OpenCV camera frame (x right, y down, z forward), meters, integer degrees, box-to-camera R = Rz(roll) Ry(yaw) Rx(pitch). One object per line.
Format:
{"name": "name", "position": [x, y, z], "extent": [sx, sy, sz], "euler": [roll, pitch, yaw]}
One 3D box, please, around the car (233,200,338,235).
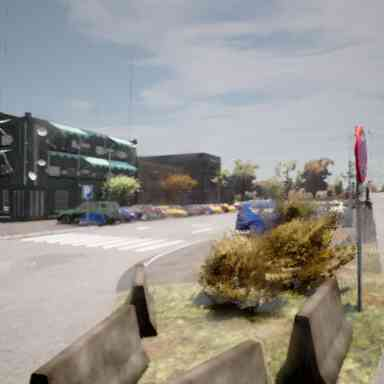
{"name": "car", "position": [5.476, 1.712, 20.239], "extent": [5.566, 2.045, 2.435], "euler": [1, -1, 8]}

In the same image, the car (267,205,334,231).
{"name": "car", "position": [8.220, 1.950, 25.592], "extent": [4.553, 1.767, 2.185], "euler": [1, -1, 8]}

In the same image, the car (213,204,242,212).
{"name": "car", "position": [6.218, 2.788, 58.196], "extent": [4.792, 1.488, 2.163], "euler": [-1, -2, 8]}

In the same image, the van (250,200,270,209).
{"name": "van", "position": [15.674, 2.918, 76.559], "extent": [4.442, 1.987, 1.878], "euler": [-1, -1, 8]}

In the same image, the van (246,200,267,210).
{"name": "van", "position": [14.301, 2.863, 73.938], "extent": [4.442, 1.987, 1.878], "euler": [-1, -1, 8]}

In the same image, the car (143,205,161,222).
{"name": "car", "position": [-6.163, 2.265, 34.607], "extent": [4.892, 1.521, 2.231], "euler": [-1, -2, 8]}

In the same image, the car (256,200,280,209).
{"name": "car", "position": [18.562, 2.998, 81.792], "extent": [5.566, 2.045, 2.435], "euler": [-1, -2, 8]}

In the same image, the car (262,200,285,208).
{"name": "car", "position": [21.250, 3.107, 87.026], "extent": [5.566, 2.045, 2.435], "euler": [-1, -1, 8]}

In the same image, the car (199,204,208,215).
{"name": "car", "position": [-0.699, 2.513, 45.085], "extent": [4.792, 1.488, 2.163], "euler": [-1, -1, 8]}

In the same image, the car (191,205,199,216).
{"name": "car", "position": [-2.047, 2.430, 42.463], "extent": [4.892, 1.521, 2.231], "euler": [-1, -2, 8]}

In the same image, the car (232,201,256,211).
{"name": "car", "position": [10.273, 2.799, 66.065], "extent": [4.553, 1.767, 2.185], "euler": [-1, -2, 8]}

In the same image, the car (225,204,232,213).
{"name": "car", "position": [3.448, 2.649, 52.955], "extent": [5.008, 1.535, 2.097], "euler": [-1, -1, 8]}

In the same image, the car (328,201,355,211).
{"name": "car", "position": [30.700, 2.848, 68.409], "extent": [4.553, 1.767, 2.185], "euler": [1, -1, 8]}

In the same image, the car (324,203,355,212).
{"name": "car", "position": [27.871, 2.863, 63.060], "extent": [4.892, 1.521, 2.231], "euler": [1, -1, 8]}

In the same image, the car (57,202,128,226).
{"name": "car", "position": [-8.933, 1.902, 29.365], "extent": [5.566, 2.045, 2.435], "euler": [-1, -1, 8]}

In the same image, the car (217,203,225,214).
{"name": "car", "position": [1.890, 2.593, 50.347], "extent": [5.366, 1.575, 1.946], "euler": [-1, -1, 8]}

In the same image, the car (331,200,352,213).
{"name": "car", "position": [13.827, 2.049, 36.297], "extent": [5.566, 2.045, 2.435], "euler": [1, -1, 8]}

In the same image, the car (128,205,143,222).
{"name": "car", "position": [-7.530, 2.248, 31.983], "extent": [4.674, 1.452, 2.002], "euler": [-1, -1, 8]}

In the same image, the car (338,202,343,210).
{"name": "car", "position": [11.080, 2.063, 30.940], "extent": [4.553, 1.767, 2.185], "euler": [1, -1, 8]}

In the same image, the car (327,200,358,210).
{"name": "car", "position": [32.044, 2.776, 71.092], "extent": [5.566, 2.045, 2.435], "euler": [1, -1, 7]}

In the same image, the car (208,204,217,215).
{"name": "car", "position": [0.701, 2.538, 47.701], "extent": [5.008, 1.535, 2.097], "euler": [-1, -2, 8]}

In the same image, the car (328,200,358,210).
{"name": "car", "position": [33.499, 2.833, 73.784], "extent": [5.566, 2.045, 2.435], "euler": [1, -1, 8]}

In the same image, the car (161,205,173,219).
{"name": "car", "position": [-4.819, 2.193, 37.236], "extent": [4.553, 1.767, 2.185], "euler": [-1, -2, 8]}

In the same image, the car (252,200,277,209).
{"name": "car", "position": [17.189, 2.944, 79.171], "extent": [5.566, 2.045, 2.435], "euler": [-1, -2, 8]}

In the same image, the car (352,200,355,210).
{"name": "car", "position": [16.689, 2.162, 41.646], "extent": [5.566, 2.045, 2.435], "euler": [1, -1, 7]}

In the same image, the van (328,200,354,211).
{"name": "van", "position": [29.385, 2.693, 65.734], "extent": [4.442, 1.987, 1.878], "euler": [1, -1, 8]}

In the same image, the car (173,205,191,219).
{"name": "car", "position": [-3.231, 2.368, 39.830], "extent": [5.366, 1.575, 1.946], "euler": [-1, -2, 8]}

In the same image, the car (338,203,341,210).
{"name": "car", "position": [9.682, 2.007, 28.256], "extent": [4.553, 1.767, 2.185], "euler": [1, -1, 8]}
